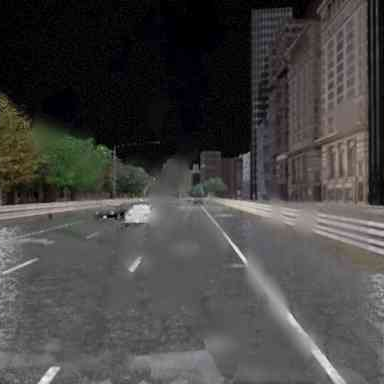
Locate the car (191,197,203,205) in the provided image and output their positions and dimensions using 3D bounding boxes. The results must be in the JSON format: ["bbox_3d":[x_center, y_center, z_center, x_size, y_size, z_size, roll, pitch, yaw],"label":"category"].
[{"bbox_3d":[1.256,1.962,69.046,1.837,1.490,4.892,0,-1,0],"label":"car"}]

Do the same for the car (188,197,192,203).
[{"bbox_3d":[0.042,2.090,87.442,1.994,1.385,4.181,0,-1,0],"label":"car"}]

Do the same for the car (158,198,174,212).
[{"bbox_3d":[-3.381,1.561,41.581,2.097,1.767,4.553,0,0,0],"label":"car"}]

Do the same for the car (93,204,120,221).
[{"bbox_3d":[-6.894,1.704,28.502,1.895,1.301,4.718,0,0,0],"label":"car"}]

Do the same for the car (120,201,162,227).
[{"bbox_3d":[-3.403,1.591,22.937,1.812,1.442,4.674,0,0,0],"label":"car"}]
